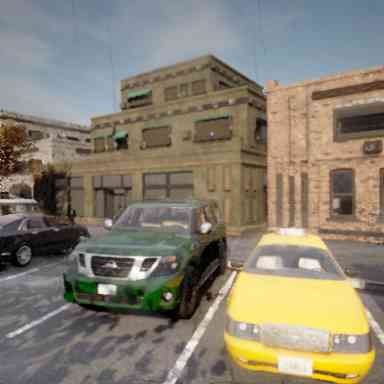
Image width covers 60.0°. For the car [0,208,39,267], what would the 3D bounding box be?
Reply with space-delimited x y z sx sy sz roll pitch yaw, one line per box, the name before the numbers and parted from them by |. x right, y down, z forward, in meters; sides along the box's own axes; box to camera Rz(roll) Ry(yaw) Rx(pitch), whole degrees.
car | -5.366 1.462 11.240 2.231 1.521 4.892 -1 -1 15

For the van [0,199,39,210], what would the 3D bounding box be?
van | -7.719 1.274 13.051 1.878 1.987 4.442 -1 -2 15

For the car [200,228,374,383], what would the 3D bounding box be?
car | 1.771 1.466 5.974 1.946 1.575 5.366 1 0 15

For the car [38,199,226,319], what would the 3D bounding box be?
car | -0.577 1.201 7.829 2.435 2.045 5.566 0 -1 15
